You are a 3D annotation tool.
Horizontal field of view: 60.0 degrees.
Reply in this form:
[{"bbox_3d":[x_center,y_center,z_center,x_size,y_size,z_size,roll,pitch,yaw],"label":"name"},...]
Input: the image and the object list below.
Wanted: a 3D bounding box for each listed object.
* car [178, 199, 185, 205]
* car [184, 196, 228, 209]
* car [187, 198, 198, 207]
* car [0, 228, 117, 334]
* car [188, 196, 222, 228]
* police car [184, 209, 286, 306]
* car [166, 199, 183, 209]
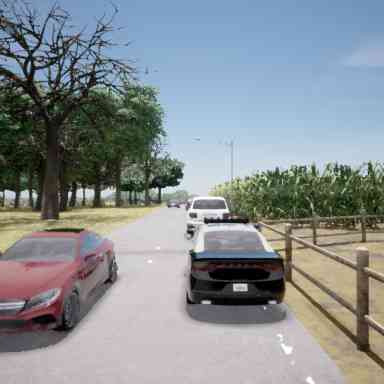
[{"bbox_3d":[-2.669,2.493,84.559,1.812,1.442,4.674,0,-2,0],"label":"car"},{"bbox_3d":[0.842,1.280,18.217,2.150,2.045,5.566,0,0,0],"label":"car"},{"bbox_3d":[0.056,1.879,59.198,1.837,1.490,4.892,0,-1,0],"label":"car"},{"bbox_3d":[-2.843,1.537,6.953,1.812,1.442,4.674,0,0,0],"label":"car"},{"bbox_3d":[0.847,1.314,24.219,2.150,2.045,5.566,0,0,0],"label":"car"},{"bbox_3d":[0.832,1.440,8.290,1.930,1.638,5.238,0,0,0],"label":"police car"},{"bbox_3d":[-2.798,1.761,50.774,2.128,1.511,4.902,0,0,0],"label":"car"}]
